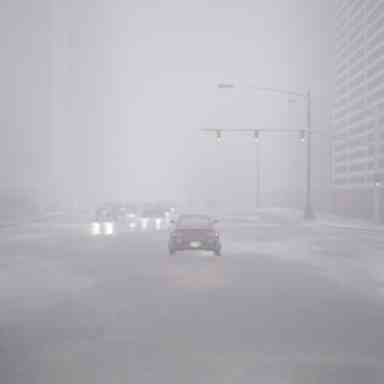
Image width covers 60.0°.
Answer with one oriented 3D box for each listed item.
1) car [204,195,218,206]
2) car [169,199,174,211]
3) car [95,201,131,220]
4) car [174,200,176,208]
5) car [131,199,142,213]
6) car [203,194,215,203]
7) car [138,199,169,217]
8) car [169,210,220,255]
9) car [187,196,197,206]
[{"bbox_3d":[3.495,1.649,58.751,2.128,1.511,4.902,0,0,0],"label":"car"},{"bbox_3d":[-3.579,1.635,40.598,1.812,1.442,4.674,0,0,0],"label":"car"},{"bbox_3d":[-7.101,1.570,29.228,2.128,1.511,4.902,0,0,0],"label":"car"},{"bbox_3d":[-3.504,1.700,50.607,1.994,1.385,4.181,0,0,0],"label":"car"},{"bbox_3d":[-7.087,1.705,38.498,1.895,1.301,4.718,0,0,0],"label":"car"},{"bbox_3d":[3.495,1.385,69.040,2.097,1.767,4.553,0,0,0],"label":"car"},{"bbox_3d":[-3.598,1.650,31.821,1.994,1.385,4.181,0,0,0],"label":"car"},{"bbox_3d":[0.089,1.562,13.296,1.812,1.442,4.674,0,0,0],"label":"car"},{"bbox_3d":[-0.005,1.760,59.134,1.895,1.301,4.718,0,0,0],"label":"car"}]
